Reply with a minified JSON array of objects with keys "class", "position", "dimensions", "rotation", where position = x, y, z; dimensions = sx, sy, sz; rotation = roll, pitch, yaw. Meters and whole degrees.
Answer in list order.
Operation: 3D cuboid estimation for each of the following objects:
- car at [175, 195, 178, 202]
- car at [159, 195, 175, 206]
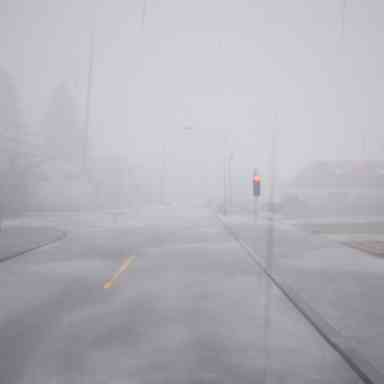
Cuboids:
[{"class":"car","position":[-3.953,1.307,67.926],"dimensions":[2.128,1.511,4.902],"rotation":[1,-1,0]},{"class":"car","position":[-4.053,1.391,51.683],"dimensions":[1.812,1.442,4.674],"rotation":[0,0,0]}]
